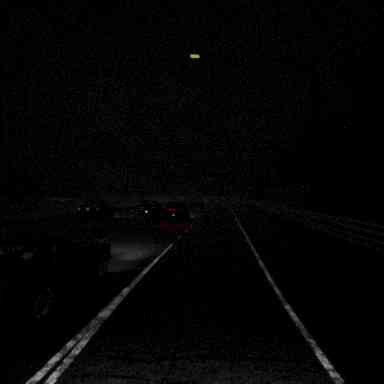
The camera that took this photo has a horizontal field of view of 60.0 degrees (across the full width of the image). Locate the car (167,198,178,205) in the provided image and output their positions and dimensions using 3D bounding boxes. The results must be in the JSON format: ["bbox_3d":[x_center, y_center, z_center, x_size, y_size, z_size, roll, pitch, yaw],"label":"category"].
[{"bbox_3d":[-4.269,2.074,73.253,1.812,1.442,4.674,1,-1,5],"label":"car"}]

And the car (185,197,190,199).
[{"bbox_3d":[-0.784,2.121,72.927,2.033,1.411,5.357,1,-1,5],"label":"car"}]

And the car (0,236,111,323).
[{"bbox_3d":[-3.345,1.620,7.237,1.895,1.301,4.718,1,0,5],"label":"car"}]

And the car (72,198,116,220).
[{"bbox_3d":[-8.331,1.481,29.307,2.097,1.767,4.553,1,0,5],"label":"car"}]

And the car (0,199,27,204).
[{"bbox_3d":[-21.511,1.581,39.545,1.837,1.490,4.892,0,0,6],"label":"car"}]

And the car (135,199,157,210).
[{"bbox_3d":[-6.588,1.776,48.173,2.128,1.511,4.902,1,0,5],"label":"car"}]

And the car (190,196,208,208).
[{"bbox_3d":[1.128,1.901,55.596,1.882,1.535,5.008,1,-1,5],"label":"car"}]

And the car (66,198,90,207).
[{"bbox_3d":[-19.734,1.747,58.042,2.128,1.511,4.902,1,-1,5],"label":"car"}]

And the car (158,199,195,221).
[{"bbox_3d":[-1.274,1.690,29.615,2.128,1.511,4.902,1,0,5],"label":"car"}]

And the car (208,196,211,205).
[{"bbox_3d":[2.701,2.136,72.607,1.812,1.442,4.674,1,-1,5],"label":"car"}]

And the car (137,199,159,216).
[{"bbox_3d":[-4.262,1.718,35.309,1.837,1.490,4.892,1,0,5],"label":"car"}]
